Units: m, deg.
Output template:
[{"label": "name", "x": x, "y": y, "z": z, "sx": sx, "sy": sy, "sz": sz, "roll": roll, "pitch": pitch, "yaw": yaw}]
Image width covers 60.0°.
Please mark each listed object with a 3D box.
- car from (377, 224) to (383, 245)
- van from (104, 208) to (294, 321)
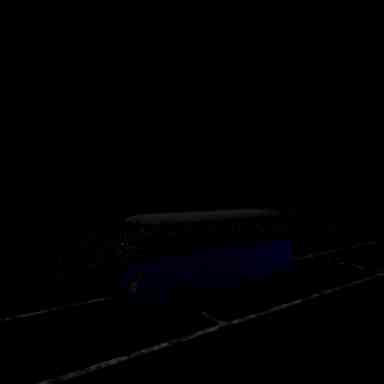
[{"label": "car", "x": 8.958, "y": 1.331, "z": 12.958, "sx": 4.313, "sy": 1.339, "sz": 1.947, "roll": -1, "pitch": 1, "yaw": -35}, {"label": "van", "x": 0.318, "y": 1.274, "z": 6.852, "sx": 3.998, "sy": 1.788, "sz": 1.690, "roll": -1, "pitch": 1, "yaw": -35}]
